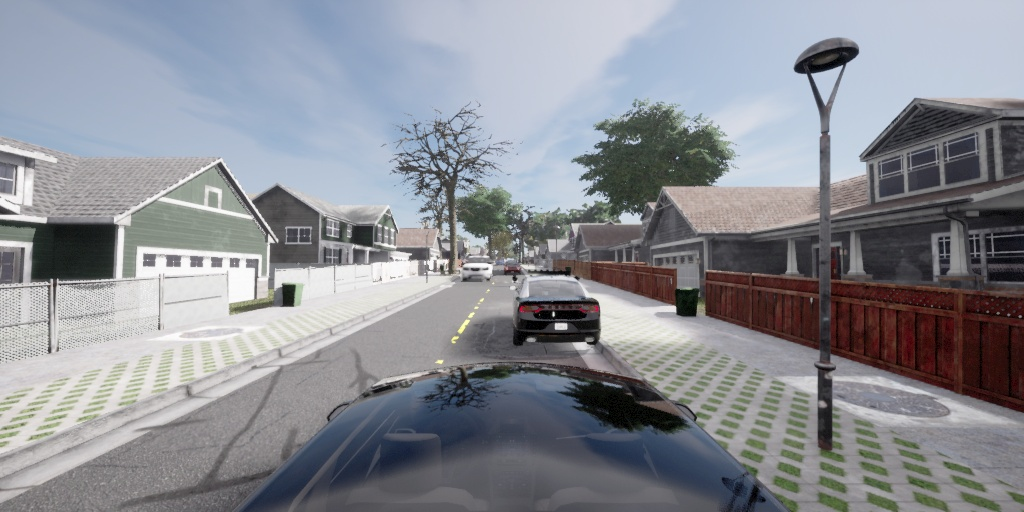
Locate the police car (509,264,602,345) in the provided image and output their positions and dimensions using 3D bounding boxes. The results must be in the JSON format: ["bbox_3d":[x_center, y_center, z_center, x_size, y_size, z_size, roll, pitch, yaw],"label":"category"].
[{"bbox_3d":[0.964,1.178,9.625,1.930,1.638,5.238,0,0,0],"label":"police car"}]

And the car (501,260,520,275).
[{"bbox_3d":[0.084,1.379,39.520,1.895,1.301,4.718,0,0,0],"label":"car"}]

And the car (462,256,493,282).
[{"bbox_3d":[-2.748,0.979,29.572,2.150,2.045,5.566,0,0,0],"label":"car"}]
